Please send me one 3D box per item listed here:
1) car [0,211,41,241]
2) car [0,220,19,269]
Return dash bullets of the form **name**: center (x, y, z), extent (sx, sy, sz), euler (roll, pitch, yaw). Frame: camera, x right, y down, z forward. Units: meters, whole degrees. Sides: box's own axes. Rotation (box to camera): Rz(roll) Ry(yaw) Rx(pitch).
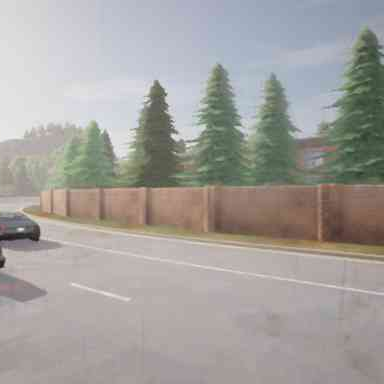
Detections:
- **car**: center (-8.959, 1.625, 15.975), extent (4.181, 1.385, 1.994), euler (0, 0, 44)
- **car**: center (-7.308, 1.590, 9.713), extent (5.357, 1.411, 2.033), euler (0, 0, 40)
